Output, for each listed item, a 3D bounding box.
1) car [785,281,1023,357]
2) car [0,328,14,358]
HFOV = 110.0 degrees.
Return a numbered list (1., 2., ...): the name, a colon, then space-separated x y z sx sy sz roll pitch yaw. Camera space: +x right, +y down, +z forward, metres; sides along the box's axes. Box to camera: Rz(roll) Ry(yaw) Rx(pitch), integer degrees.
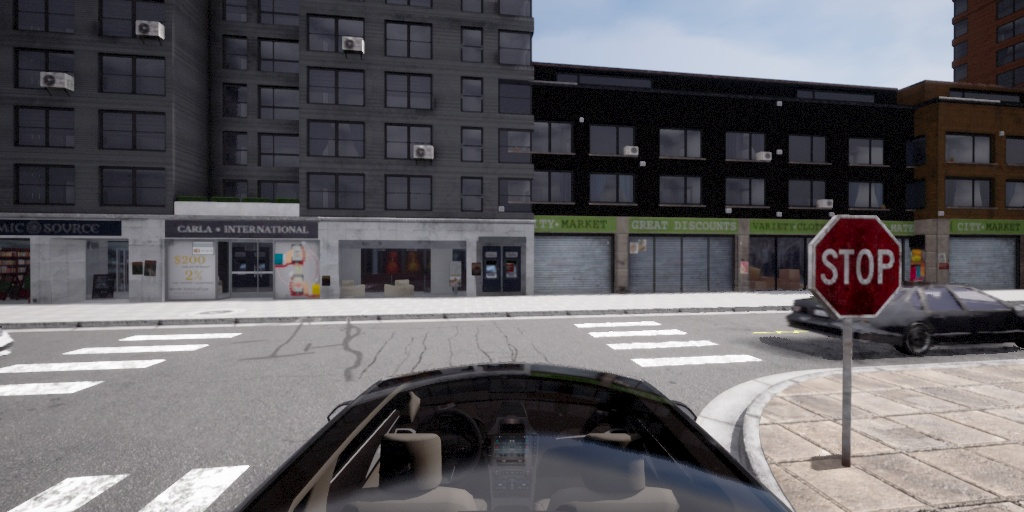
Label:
1. car: 9.157 1.273 8.066 5.357 1.411 2.033 0 0 -8
2. car: -10.984 1.291 5.398 4.674 1.442 1.812 0 0 -8
